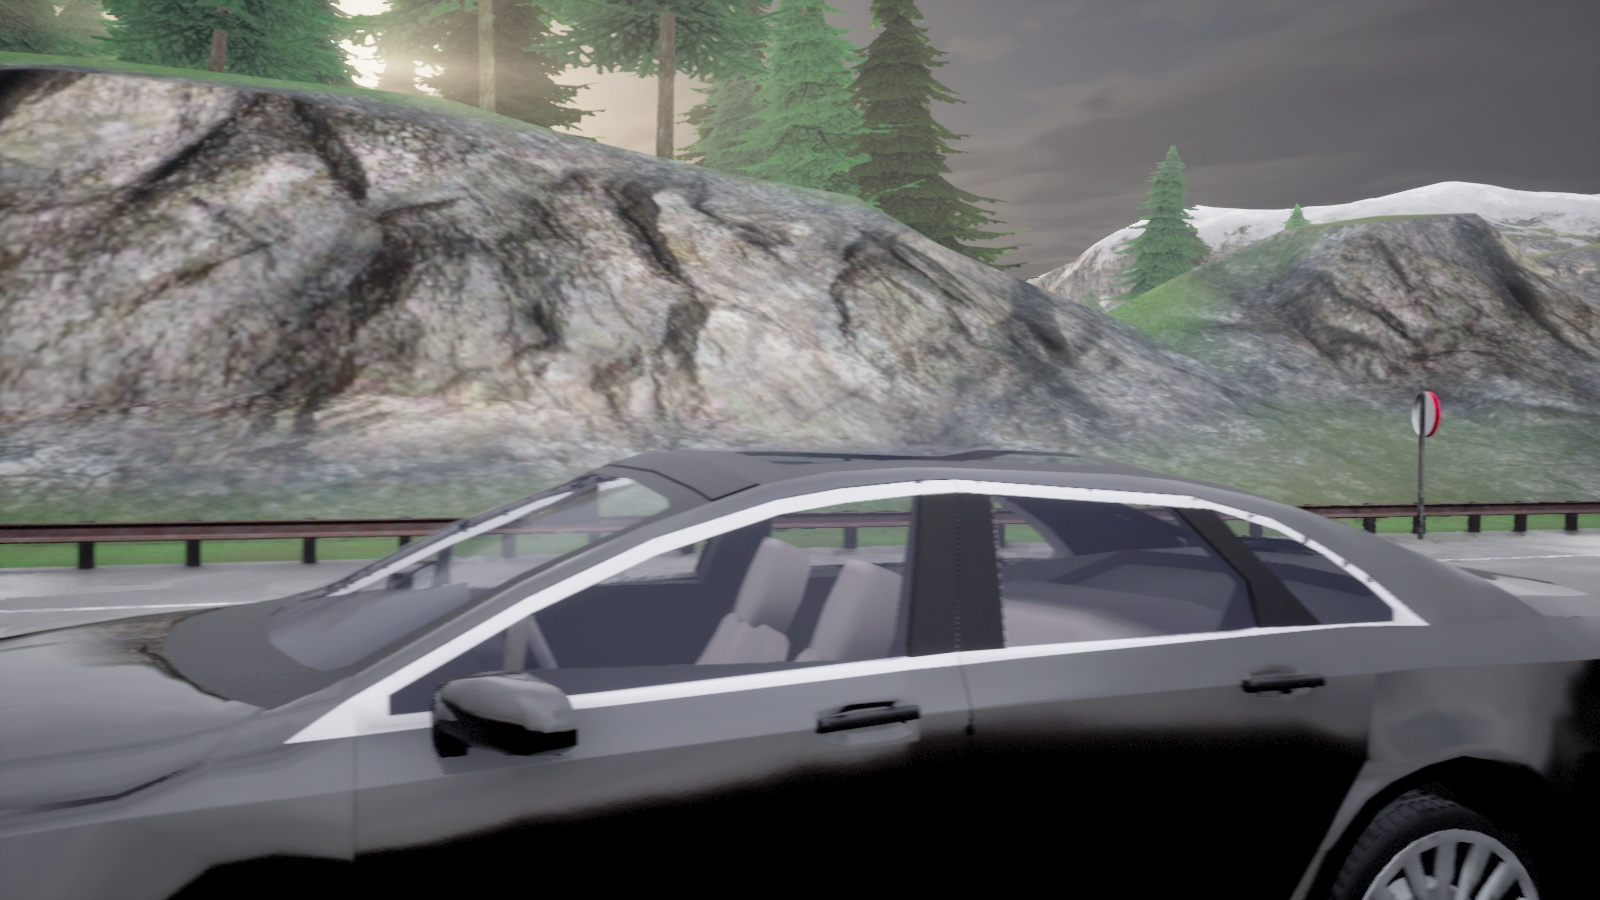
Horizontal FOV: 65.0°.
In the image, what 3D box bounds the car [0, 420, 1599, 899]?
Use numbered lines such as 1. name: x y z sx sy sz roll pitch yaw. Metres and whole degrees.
1. car: -0.208 0.705 3.160 4.902 1.511 2.128 -1 1 -21
